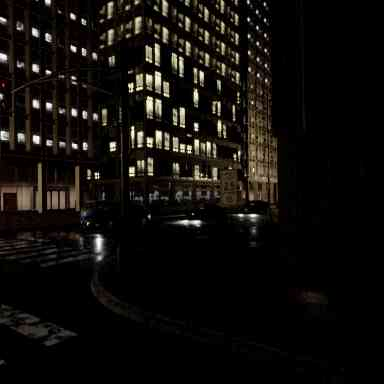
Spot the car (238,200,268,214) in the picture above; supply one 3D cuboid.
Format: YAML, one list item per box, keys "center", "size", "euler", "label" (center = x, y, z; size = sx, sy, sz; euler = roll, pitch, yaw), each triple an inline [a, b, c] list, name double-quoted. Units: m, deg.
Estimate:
- center: [7.131, 1.631, 37.240]
  size: [1.812, 1.442, 4.674]
  euler: [-1, -1, 36]
  label: "car"

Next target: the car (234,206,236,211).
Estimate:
- center: [6.891, 1.689, 41.374]
  size: [1.752, 1.417, 4.829]
  euler: [-2, -1, 36]
  label: "car"

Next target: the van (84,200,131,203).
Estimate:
- center: [-5.966, 1.460, 23.481]
  size: [1.690, 1.788, 3.998]
  euler: [-2, -1, 36]
  label: "van"

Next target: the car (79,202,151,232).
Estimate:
- center: [-4.624, 1.571, 20.946]
  size: [1.837, 1.490, 4.892]
  euler: [-1, -1, 33]
  label: "car"

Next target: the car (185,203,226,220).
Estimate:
- center: [1.236, 1.649, 29.051]
  size: [1.994, 1.385, 4.181]
  euler: [-1, -1, 36]
  label: "car"
